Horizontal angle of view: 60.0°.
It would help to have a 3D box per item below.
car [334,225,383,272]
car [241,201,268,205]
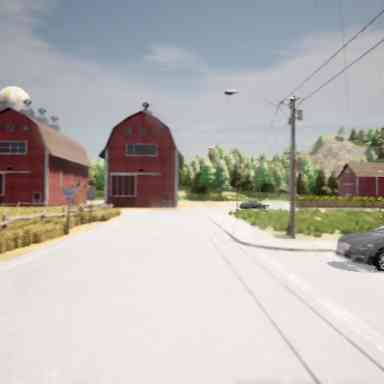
[{"bbox_3d":[7.215,1.663,10.819,4.902,1.511,2.128,0,-1,-4],"label":"car"},{"bbox_3d":[9.455,2.039,50.081,4.674,1.442,1.812,0,-1,-21],"label":"car"}]
